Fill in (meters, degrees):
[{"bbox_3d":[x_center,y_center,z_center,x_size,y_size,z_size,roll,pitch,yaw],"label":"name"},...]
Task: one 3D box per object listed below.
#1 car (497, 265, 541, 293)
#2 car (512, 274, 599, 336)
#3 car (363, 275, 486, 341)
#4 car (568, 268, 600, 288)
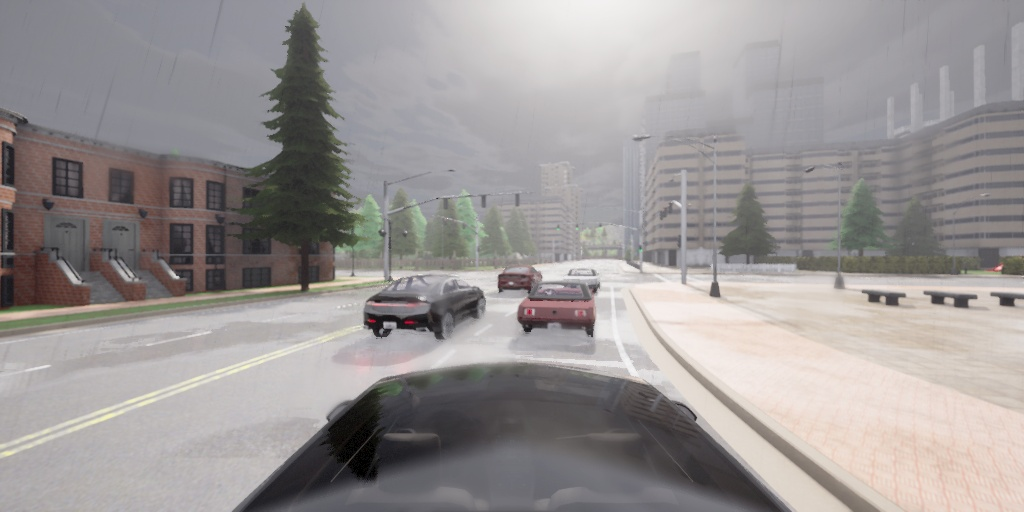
[{"bbox_3d":[0.588,1.285,21.158,1.882,1.535,5.008,0,0,15],"label":"car"},{"bbox_3d":[1.509,1.378,10.637,1.895,1.301,4.718,0,0,13],"label":"car"},{"bbox_3d":[-2.129,1.266,10.036,2.128,1.511,4.902,0,0,11],"label":"car"},{"bbox_3d":[4.354,1.412,21.907,1.895,1.301,4.718,0,0,16],"label":"car"}]
